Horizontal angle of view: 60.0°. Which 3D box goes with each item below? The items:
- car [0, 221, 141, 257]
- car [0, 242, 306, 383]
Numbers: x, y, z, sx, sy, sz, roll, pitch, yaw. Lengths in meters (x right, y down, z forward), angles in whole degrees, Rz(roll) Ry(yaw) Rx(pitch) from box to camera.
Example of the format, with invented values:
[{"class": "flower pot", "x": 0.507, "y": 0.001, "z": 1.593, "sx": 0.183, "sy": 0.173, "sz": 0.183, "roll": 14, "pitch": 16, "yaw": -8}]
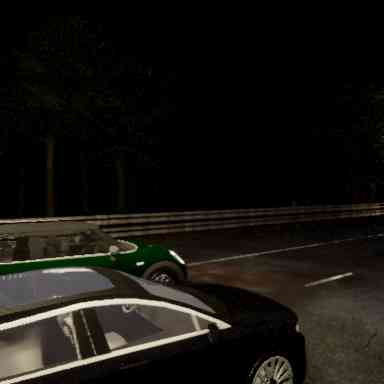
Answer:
[{"class": "car", "x": -2.301, "y": 1.351, "z": 6.405, "sx": 4.553, "sy": 1.767, "sz": 2.097, "roll": 0, "pitch": 0, "yaw": -35}, {"class": "car", "x": -0.954, "y": 1.492, "z": 3.067, "sx": 4.902, "sy": 1.511, "sz": 2.128, "roll": 0, "pitch": 0, "yaw": -35}]
